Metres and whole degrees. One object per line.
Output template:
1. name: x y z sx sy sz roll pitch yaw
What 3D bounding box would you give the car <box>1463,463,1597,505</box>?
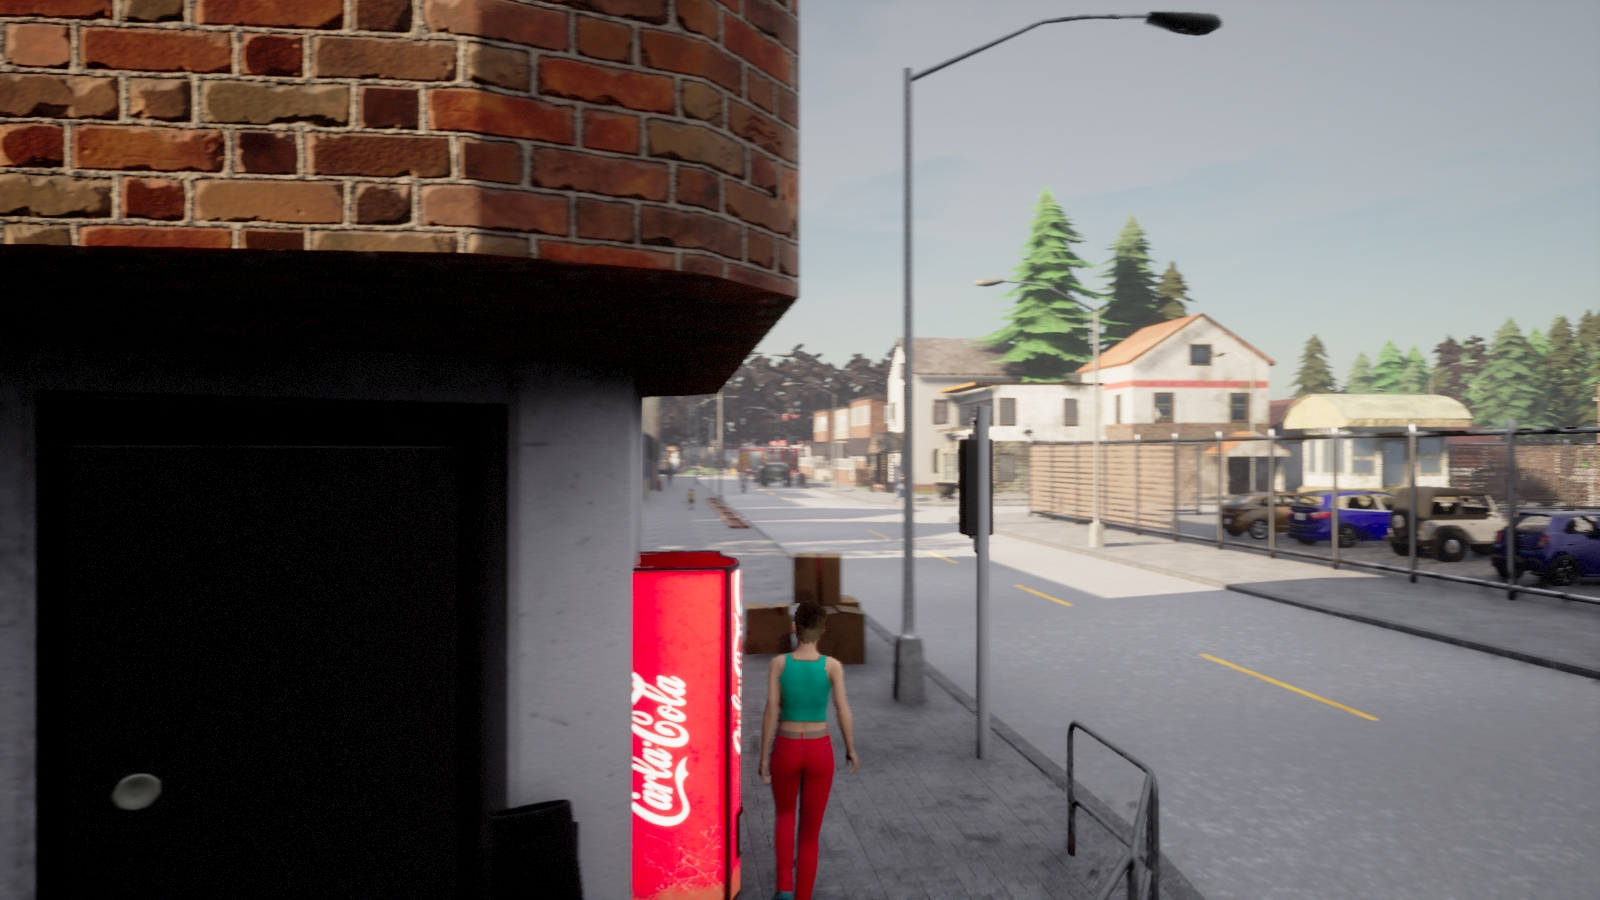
1. car: 36.798 1.701 57.662 5.566 2.045 2.150 0 0 -7

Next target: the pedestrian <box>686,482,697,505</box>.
1. pedestrian: -5.200 2.076 54.655 0.500 1.100 0.500 0 0 -3

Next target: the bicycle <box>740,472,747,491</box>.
1. bicycle: -3.900 2.179 78.719 0.373 1.296 1.643 0 0 -7

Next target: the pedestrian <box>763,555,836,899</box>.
1. pedestrian: 0.003 1.537 6.393 0.375 1.860 0.375 0 0 4
